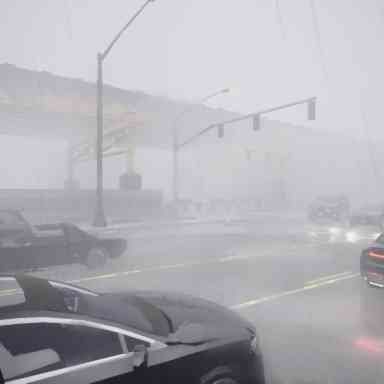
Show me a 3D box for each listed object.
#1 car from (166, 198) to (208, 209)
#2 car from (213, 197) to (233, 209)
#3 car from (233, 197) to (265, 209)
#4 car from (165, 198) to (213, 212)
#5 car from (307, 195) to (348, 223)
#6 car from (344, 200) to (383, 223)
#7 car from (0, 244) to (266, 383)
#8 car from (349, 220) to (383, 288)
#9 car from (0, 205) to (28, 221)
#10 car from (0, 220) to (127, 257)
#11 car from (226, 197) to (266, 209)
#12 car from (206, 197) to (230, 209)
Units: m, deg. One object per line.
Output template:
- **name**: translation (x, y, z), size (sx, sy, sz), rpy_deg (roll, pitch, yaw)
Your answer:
- **car**: translation (-0.542, 1.295, 38.049), size (4.536, 1.218, 1.853), rpy_deg (0, 0, 8)
- **car**: translation (3.263, 1.453, 40.715), size (2.038, 1.542, 4.974), rpy_deg (0, 0, 18)
- **car**: translation (7.133, 1.295, 44.457), size (4.536, 1.218, 1.853), rpy_deg (0, 0, -7)
- **car**: translation (-0.490, 1.453, 38.042), size (4.974, 1.542, 2.038), rpy_deg (0, 0, 8)
- **car**: translation (10.778, 1.222, 25.936), size (2.150, 2.045, 5.566), rpy_deg (0, 0, 36)
- **car**: translation (11.799, 1.477, 21.768), size (1.882, 1.535, 5.008), rpy_deg (0, 0, 39)
- **car**: translation (-1.495, 1.491, 2.688), size (4.902, 1.511, 2.128), rpy_deg (0, 0, -35)
- **car**: translation (5.937, 1.505, 7.970), size (4.892, 1.490, 1.837), rpy_deg (0, 0, -35)
- **car**: translation (-7.793, 1.352, 11.337), size (4.553, 1.767, 2.097), rpy_deg (0, 0, -35)
- **car**: translation (-4.367, 1.601, 9.462), size (4.718, 1.301, 1.895), rpy_deg (0, 0, -35)
- **car**: translation (7.185, 1.452, 44.463), size (4.974, 1.542, 2.038), rpy_deg (0, 0, -7)
- **car**: translation (3.279, 1.295, 40.765), size (1.853, 1.218, 4.536), rpy_deg (0, 0, 18)
